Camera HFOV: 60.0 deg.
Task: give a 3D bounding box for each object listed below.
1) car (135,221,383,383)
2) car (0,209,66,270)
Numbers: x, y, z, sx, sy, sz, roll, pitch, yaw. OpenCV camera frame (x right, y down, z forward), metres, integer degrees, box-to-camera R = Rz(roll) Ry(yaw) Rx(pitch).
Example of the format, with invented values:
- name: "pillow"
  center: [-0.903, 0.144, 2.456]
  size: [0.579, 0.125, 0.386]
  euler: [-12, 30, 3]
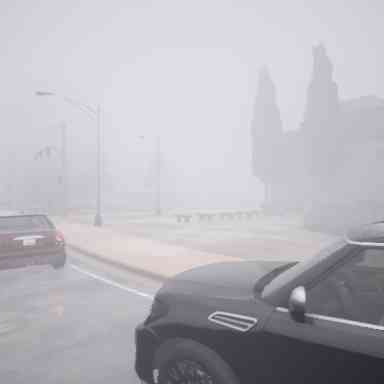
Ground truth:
- name: "car"
  center: [2.048, 1.220, 2.696]
  size: [5.566, 2.045, 2.150]
  euler: [0, 0, 36]
- name: "car"
  center: [-5.665, 1.351, 10.415]
  size: [2.097, 1.767, 4.553]
  euler: [0, 0, -40]
